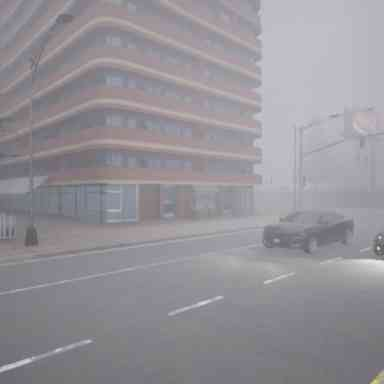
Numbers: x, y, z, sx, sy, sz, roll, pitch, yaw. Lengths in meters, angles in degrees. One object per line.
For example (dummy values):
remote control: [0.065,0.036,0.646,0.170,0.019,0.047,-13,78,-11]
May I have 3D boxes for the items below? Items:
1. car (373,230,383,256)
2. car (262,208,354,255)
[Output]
car: [8.032,1.517,11.699,4.181,1.385,1.994,0,0,-43]
car: [4.816,1.435,13.489,5.008,1.535,1.882,-1,0,-43]
